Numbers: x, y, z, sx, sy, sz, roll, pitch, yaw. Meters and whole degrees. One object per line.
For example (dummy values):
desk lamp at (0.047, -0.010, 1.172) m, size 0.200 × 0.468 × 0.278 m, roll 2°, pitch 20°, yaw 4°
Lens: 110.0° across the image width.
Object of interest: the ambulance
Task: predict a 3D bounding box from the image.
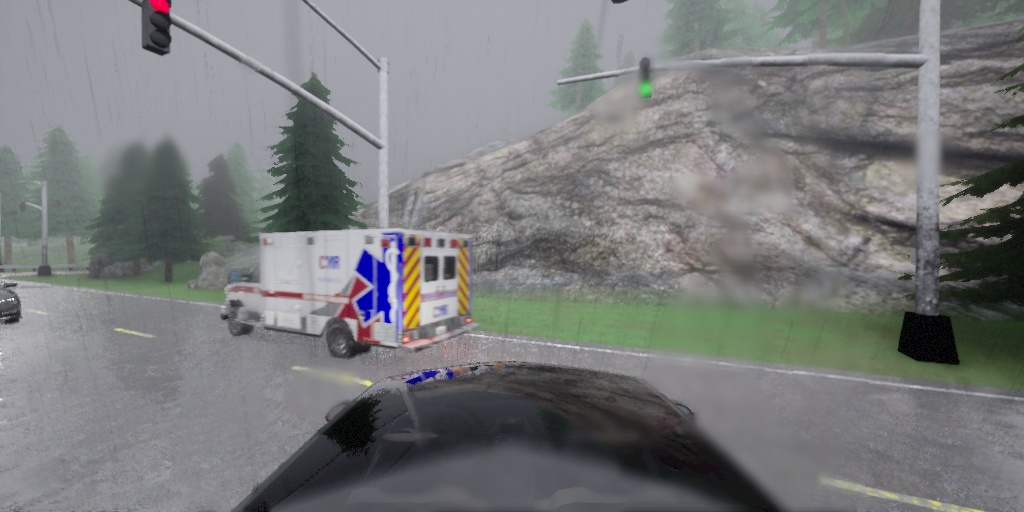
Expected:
ambulance at (-3.987, 0.732, 8.277) m, size 6.366 × 2.431 × 2.351 m, roll 0°, pitch 0°, yaw 26°

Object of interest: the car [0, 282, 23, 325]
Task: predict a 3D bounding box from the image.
car at (-15.586, 1.157, 9.876) m, size 4.902 × 1.511 × 2.128 m, roll 0°, pitch 0°, yaw 26°
